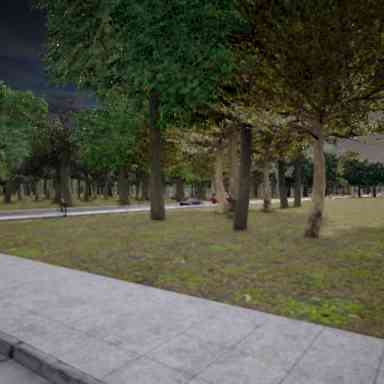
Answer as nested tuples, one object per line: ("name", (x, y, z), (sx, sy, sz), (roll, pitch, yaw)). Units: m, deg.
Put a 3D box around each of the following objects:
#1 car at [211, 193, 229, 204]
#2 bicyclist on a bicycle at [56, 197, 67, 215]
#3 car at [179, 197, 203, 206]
("car", (5.581, 1.172, 59.973), (2.150, 2.045, 5.566), (0, 0, 36))
("bicyclist on a bicycle", (-11.930, 1.275, 30.408), (1.656, 1.620, 0.582), (0, 0, 36))
("car", (-0.104, 1.517, 51.960), (1.994, 1.385, 4.181), (0, 0, 36))
